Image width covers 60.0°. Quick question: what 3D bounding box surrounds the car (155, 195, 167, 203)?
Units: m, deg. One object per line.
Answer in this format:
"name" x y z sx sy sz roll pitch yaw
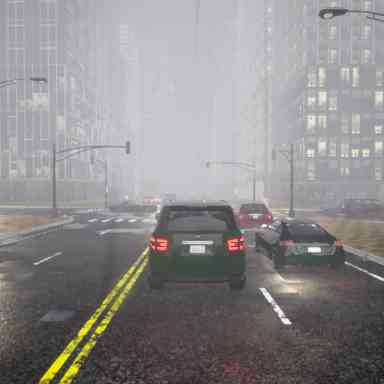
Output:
"car" -6.417 1.417 69.230 1.882 1.535 5.008 0 0 0

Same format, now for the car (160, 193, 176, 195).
"car" -3.301 1.183 51.771 2.150 2.045 5.566 0 0 -1

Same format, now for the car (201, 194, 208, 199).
"car" 3.360 1.216 91.670 1.882 1.535 5.008 0 0 0

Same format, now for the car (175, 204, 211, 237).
"car" 0.119 1.515 18.900 1.812 1.442 4.674 0 0 2

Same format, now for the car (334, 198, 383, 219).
"car" 16.237 1.517 30.448 5.009 1.841 2.192 1 0 1

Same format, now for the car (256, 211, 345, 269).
"car" 3.363 1.558 11.148 1.994 1.385 4.181 0 0 0

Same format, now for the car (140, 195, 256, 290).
"car" 0.113 1.217 9.218 2.150 2.045 5.566 0 0 0

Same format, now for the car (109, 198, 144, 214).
"car" -5.766 1.566 33.399 4.718 1.301 1.895 0 1 1

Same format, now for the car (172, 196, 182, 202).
"car" -3.165 1.532 71.635 1.895 1.301 4.718 0 0 0

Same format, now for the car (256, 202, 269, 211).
"car" 3.373 1.341 19.762 2.097 1.767 4.553 0 0 0

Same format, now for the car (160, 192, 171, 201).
"car" -6.405 1.150 79.800 2.150 2.045 5.566 0 0 0

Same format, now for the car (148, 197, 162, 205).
"car" -6.502 1.554 58.975 1.895 1.301 4.718 0 0 0

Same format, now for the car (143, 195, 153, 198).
"car" -6.563 1.316 49.986 2.097 1.767 4.553 0 0 1

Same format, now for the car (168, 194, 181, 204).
"car" -3.240 1.302 61.582 2.097 1.767 4.553 0 0 0

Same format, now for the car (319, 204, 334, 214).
"car" 16.766 1.660 36.224 5.357 1.411 2.033 0 1 1

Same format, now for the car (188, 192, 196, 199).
"car" 0.110 0.963 91.704 2.150 2.045 5.566 0 0 0

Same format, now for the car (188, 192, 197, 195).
"car" 0.098 1.439 81.675 1.812 1.442 4.674 0 0 0

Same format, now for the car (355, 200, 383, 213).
"car" 21.856 1.641 38.728 4.829 1.417 1.752 1 0 1
